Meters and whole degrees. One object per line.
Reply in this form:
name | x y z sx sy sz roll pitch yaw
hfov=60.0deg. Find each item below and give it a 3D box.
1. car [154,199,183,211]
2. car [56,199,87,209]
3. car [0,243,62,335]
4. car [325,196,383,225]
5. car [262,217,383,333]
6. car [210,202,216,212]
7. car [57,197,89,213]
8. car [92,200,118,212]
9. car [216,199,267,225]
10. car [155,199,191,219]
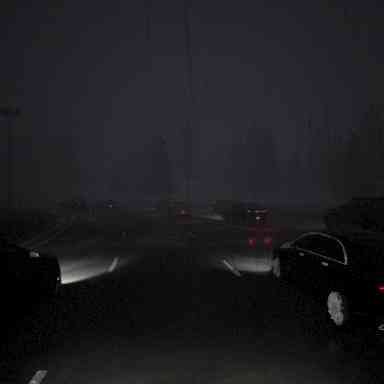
car | -2.964 1.563 40.990 1.994 1.385 4.181 0 0 -30
car | -16.780 1.601 46.130 4.718 1.301 1.895 0 0 39
car | -3.805 1.564 5.807 1.994 1.385 4.181 0 0 -4
car | 8.965 1.220 16.657 2.150 2.045 5.566 0 0 -9
car | 3.130 1.504 6.847 1.837 1.490 4.892 0 0 -4
car | 3.582 1.477 36.051 1.882 1.535 5.008 0 0 -21
car | -13.131 1.352 37.011 2.097 1.767 4.553 0 0 -34
car | -10.112 1.564 38.649 1.994 1.385 4.181 0 0 -33
car | 3.734 1.492 24.115 2.128 1.511 4.902 0 0 -14
car | -1.562 1.477 29.626 1.882 1.535 5.008 0 0 -18
